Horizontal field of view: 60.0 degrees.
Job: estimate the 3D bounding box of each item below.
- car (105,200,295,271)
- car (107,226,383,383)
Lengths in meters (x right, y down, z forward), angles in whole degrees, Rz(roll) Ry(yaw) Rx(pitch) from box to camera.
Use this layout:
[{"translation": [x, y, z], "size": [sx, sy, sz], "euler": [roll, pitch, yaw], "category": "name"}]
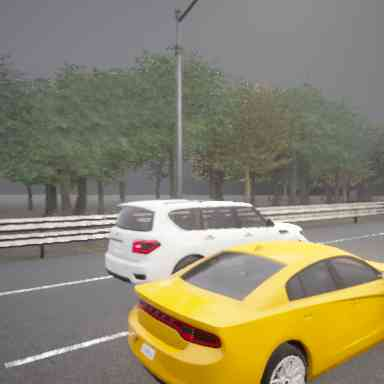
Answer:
[{"translation": [0.609, 1.209, 8.501], "size": [5.566, 2.045, 2.150], "euler": [0, 0, -36], "category": "car"}, {"translation": [1.558, 1.469, 4.860], "size": [5.008, 1.535, 1.882], "euler": [0, 0, -36], "category": "car"}]
